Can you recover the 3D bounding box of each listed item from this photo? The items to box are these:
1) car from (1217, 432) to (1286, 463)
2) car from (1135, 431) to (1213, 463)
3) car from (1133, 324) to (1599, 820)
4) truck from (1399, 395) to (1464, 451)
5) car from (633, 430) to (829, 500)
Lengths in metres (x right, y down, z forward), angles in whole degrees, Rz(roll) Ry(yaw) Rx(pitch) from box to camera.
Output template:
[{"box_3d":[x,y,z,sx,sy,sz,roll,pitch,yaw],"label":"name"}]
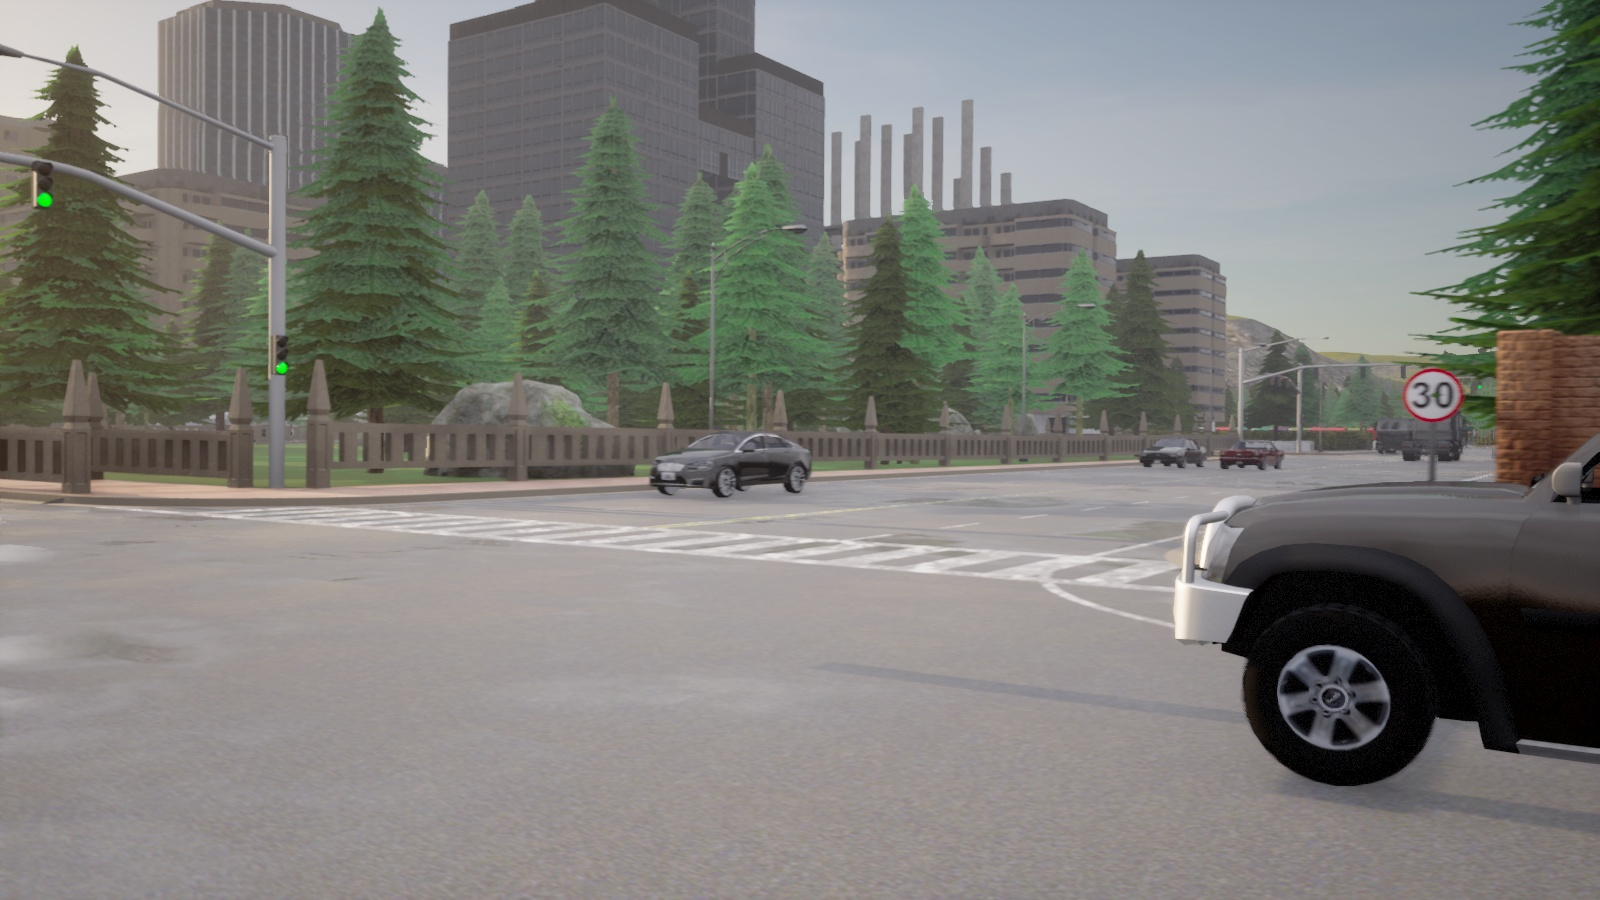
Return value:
[{"box_3d":[20.524,-0.136,56.945,1.895,1.301,4.718,0,1,33],"label":"car"},{"box_3d":[17.605,-0.190,58.876,2.033,1.411,5.357,0,1,33],"label":"car"},{"box_3d":[3.958,0.441,5.192,4.605,1.855,1.932,0,1,34],"label":"car"},{"box_3d":[41.709,-1.762,82.784,2.891,3.462,7.936,0,1,33],"label":"truck"},{"box_3d":[-1.525,0.289,29.791,2.128,1.511,4.902,0,1,33],"label":"car"}]
